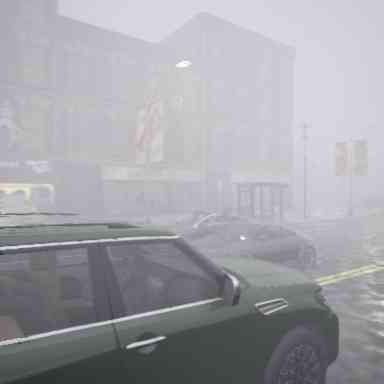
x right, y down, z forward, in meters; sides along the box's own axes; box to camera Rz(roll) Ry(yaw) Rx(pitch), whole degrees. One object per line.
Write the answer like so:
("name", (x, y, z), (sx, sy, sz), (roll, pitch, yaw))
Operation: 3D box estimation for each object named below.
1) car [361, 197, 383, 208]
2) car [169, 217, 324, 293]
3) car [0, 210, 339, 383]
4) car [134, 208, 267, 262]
("car", (26.396, 1.509, 48.265), (1.837, 1.490, 4.892), (0, 0, 0))
("car", (1.648, 1.564, 9.479), (4.181, 1.385, 1.994), (0, 0, -36))
("car", (-0.999, 1.222, 3.034), (5.566, 2.045, 2.150), (0, 0, -35))
("car", (0.445, 1.492, 12.917), (4.902, 1.511, 2.128), (0, 0, -36))
